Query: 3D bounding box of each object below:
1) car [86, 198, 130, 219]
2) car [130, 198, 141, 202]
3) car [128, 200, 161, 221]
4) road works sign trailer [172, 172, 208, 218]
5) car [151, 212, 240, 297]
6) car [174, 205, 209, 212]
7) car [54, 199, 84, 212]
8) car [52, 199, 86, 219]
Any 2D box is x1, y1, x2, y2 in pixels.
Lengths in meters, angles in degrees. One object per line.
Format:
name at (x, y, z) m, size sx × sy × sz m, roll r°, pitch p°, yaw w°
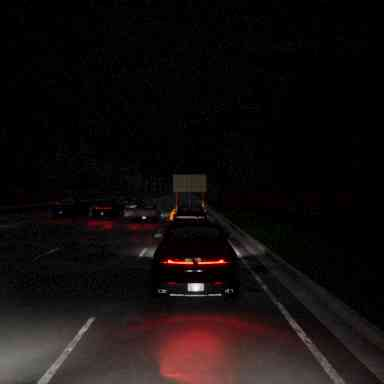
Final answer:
car at (-7.097, 1.489, 28.599) m, size 2.128 × 1.511 × 4.902 m, roll 0°, pitch 0°, yaw -1°
car at (-7.206, 1.491, 42.247) m, size 2.128 × 1.511 × 4.902 m, roll 0°, pitch 0°, yaw 0°
car at (-3.584, 1.600, 26.840) m, size 1.895 × 1.301 × 4.718 m, roll 0°, pitch 0°, yaw 0°
road works sign trailer at (-0.167, 0.464, 22.800) m, size 2.380 × 3.560 × 2.880 m, roll 0°, pitch 0°, yaw -3°
car at (0.055, 1.505, 8.544) m, size 1.837 × 1.490 × 4.892 m, roll 0°, pitch 0°, yaw 0°
car at (-0.043, 1.488, 18.930) m, size 2.128 × 1.511 × 4.902 m, roll 0°, pitch 0°, yaw 1°
car at (-14.178, 1.526, 38.577) m, size 1.812 × 1.442 × 4.674 m, roll 0°, pitch -1°, yaw 0°
car at (-10.602, 1.477, 29.345) m, size 1.882 × 1.535 × 5.008 m, roll 0°, pitch 0°, yaw 0°
